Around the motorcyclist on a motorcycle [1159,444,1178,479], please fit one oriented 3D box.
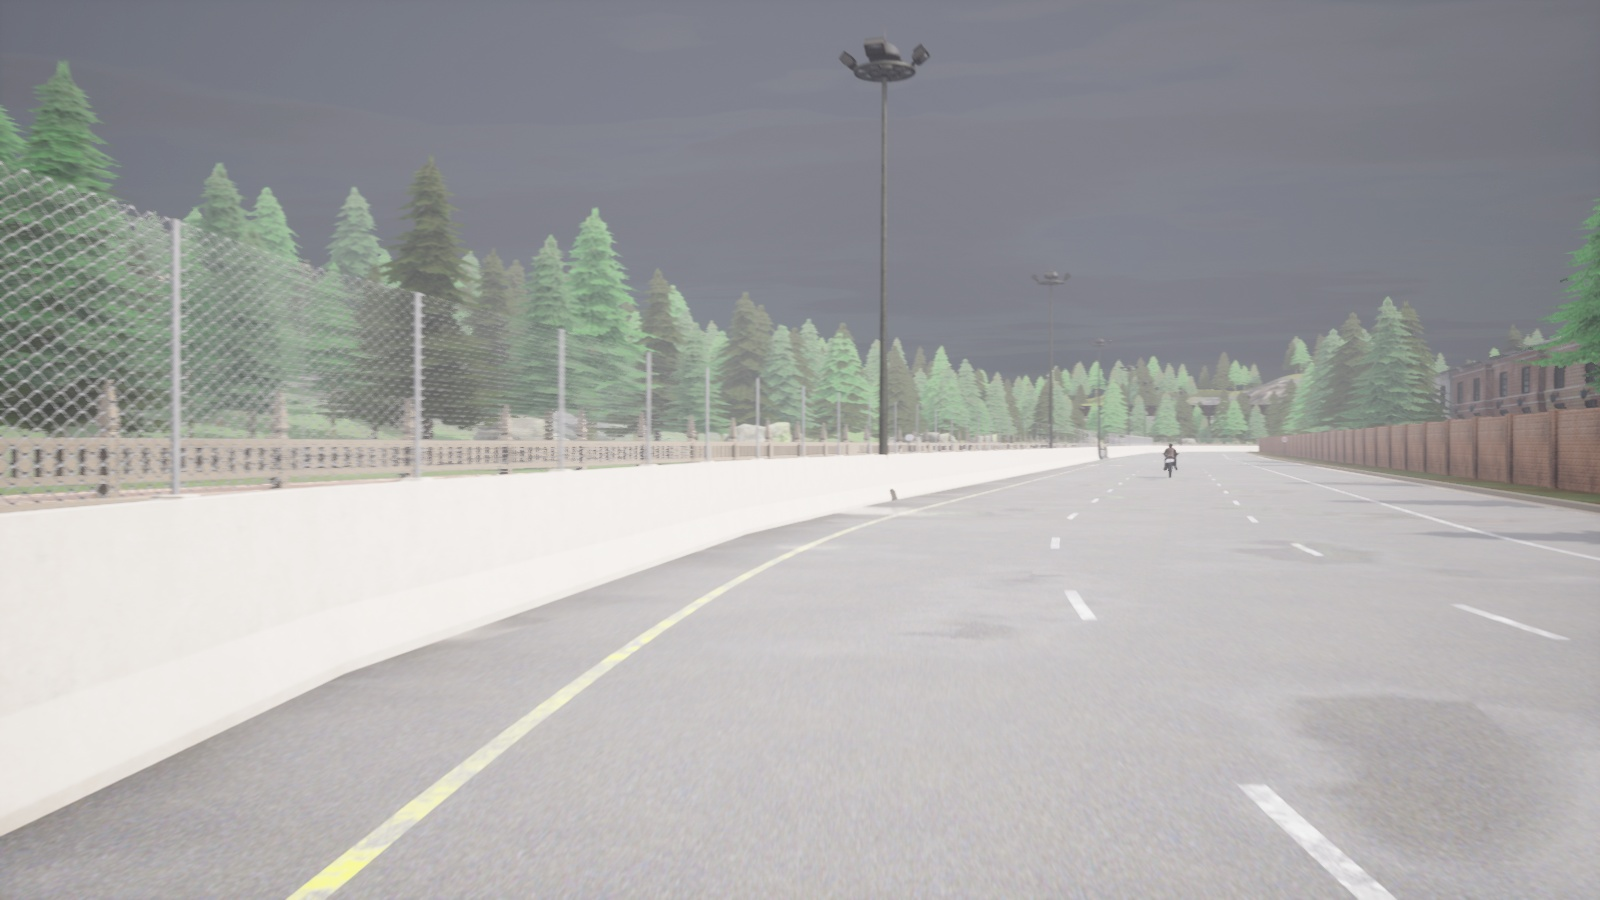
[{"bbox_3d":[16.459,0.491,56.011,0.797,1.523,2.044,0,0,17],"label":"motorcyclist on a motorcycle"}]
